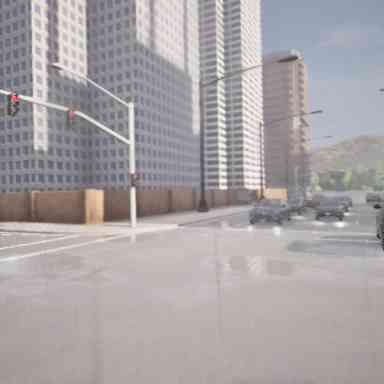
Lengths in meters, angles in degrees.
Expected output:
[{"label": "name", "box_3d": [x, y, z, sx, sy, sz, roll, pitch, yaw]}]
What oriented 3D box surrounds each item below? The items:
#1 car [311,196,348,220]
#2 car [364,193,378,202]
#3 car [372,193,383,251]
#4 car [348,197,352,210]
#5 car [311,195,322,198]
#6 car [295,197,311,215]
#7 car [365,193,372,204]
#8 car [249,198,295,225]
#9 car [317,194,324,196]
[{"label": "car", "box_3d": [10.576, 1.286, 25.430, 1.837, 1.490, 4.892, -1, 0, 27]}, {"label": "car", "box_3d": [30.892, 0.954, 57.454, 1.895, 1.301, 4.718, -1, 0, 27]}, {"label": "car", "box_3d": [8.397, 1.045, 12.768, 2.150, 2.045, 5.566, -1, 0, 26]}, {"label": "car", "box_3d": [14.849, 1.196, 33.780, 1.837, 1.490, 4.892, -1, 0, 27]}, {"label": "car", "box_3d": [13.824, 1.316, 39.408, 1.895, 1.301, 4.718, -1, 0, 27]}, {"label": "car", "box_3d": [9.537, 1.310, 31.107, 1.837, 1.490, 4.892, -1, 0, 27]}, {"label": "car", "box_3d": [26.235, 0.942, 48.084, 2.128, 1.511, 4.902, -1, 0, 27]}, {"label": "car", "box_3d": [5.506, 1.241, 23.169, 2.097, 1.767, 4.553, -1, 0, 27]}, {"label": "car", "box_3d": [18.528, 1.122, 48.593, 1.837, 1.490, 4.892, -1, 0, 27]}]
